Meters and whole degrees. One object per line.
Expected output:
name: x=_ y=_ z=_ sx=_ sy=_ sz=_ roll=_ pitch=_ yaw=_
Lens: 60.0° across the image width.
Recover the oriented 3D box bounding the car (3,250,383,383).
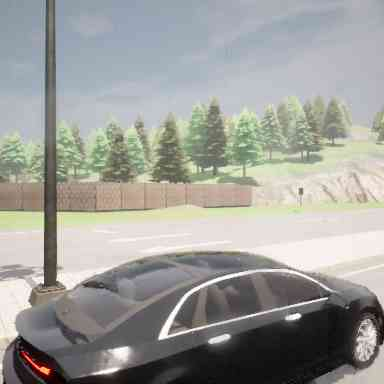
car: x=0.493 y=1.503 z=4.103 sx=4.892 sy=1.490 sz=1.837 roll=1 pitch=0 yaw=-35
